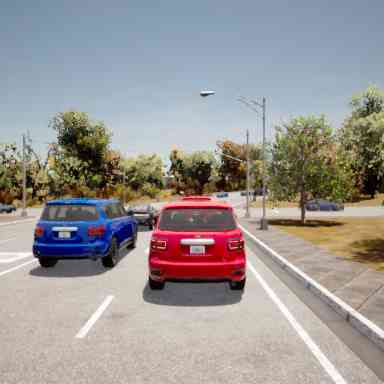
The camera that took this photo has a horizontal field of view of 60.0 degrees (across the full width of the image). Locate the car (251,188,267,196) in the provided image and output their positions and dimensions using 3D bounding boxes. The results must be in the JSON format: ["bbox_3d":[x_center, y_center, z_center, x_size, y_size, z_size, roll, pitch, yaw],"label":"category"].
[{"bbox_3d":[17.566,-0.079,85.080,2.150,2.045,5.566,0,3,33],"label":"car"}]

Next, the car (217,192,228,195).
[{"bbox_3d":[7.384,0.682,81.352,1.882,1.535,5.008,0,3,26],"label":"car"}]

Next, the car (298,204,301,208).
[{"bbox_3d":[16.264,1.562,42.894,4.892,1.490,1.837,-1,0,3],"label":"car"}]

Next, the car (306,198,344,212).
[{"bbox_3d":[15.735,1.615,39.419,4.181,1.385,1.994,-1,0,4],"label":"car"}]

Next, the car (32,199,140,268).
[{"bbox_3d":[-3.353,1.235,11.514,2.150,2.045,5.566,0,0,1],"label":"car"}]

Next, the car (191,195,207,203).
[{"bbox_3d":[1.406,1.447,67.990,1.994,1.385,4.181,0,2,21],"label":"car"}]

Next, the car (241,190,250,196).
[{"bbox_3d":[14.251,0.262,86.364,2.128,1.511,4.902,0,3,33],"label":"car"}]

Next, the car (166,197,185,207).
[{"bbox_3d":[-2.642,1.663,54.665,1.812,1.442,4.674,0,0,14],"label":"car"}]

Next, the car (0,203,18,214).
[{"bbox_3d":[-22.992,1.815,38.057,5.357,1.411,2.033,-2,0,3],"label":"car"}]

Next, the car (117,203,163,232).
[{"bbox_3d":[-3.168,1.536,21.367,2.128,1.511,4.902,0,0,1],"label":"car"}]

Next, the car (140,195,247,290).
[{"bbox_3d":[0.129,1.230,9.235,2.150,2.045,5.566,0,0,0],"label":"car"}]
